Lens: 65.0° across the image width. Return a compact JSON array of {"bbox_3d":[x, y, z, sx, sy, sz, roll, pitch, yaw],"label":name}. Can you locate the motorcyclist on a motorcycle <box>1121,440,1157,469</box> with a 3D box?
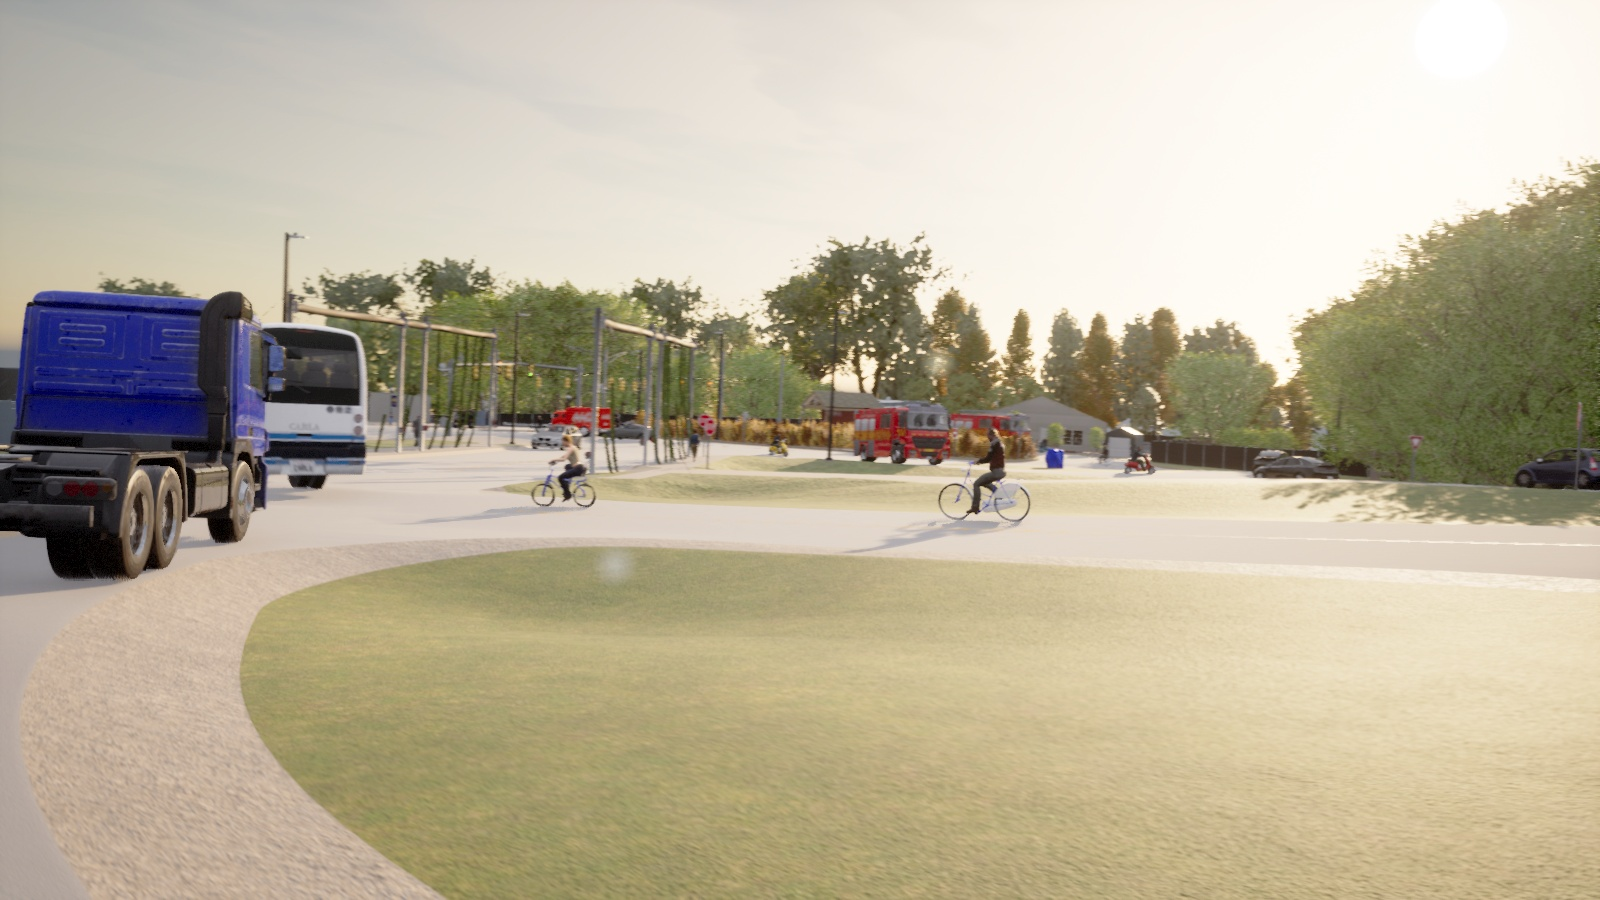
[{"bbox_3d":[19.172,0.249,71.075,1.817,1.590,0.866,1,1,6],"label":"motorcyclist on a motorcycle"}]

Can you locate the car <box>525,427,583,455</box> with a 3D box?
[{"bbox_3d":[-16.172,-0.621,82.842,2.242,1.667,4.611,2,2,10],"label":"car"}]

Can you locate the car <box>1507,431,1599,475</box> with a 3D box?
[{"bbox_3d":[29.825,0.163,48.790,1.851,1.617,3.988,1,-1,-14],"label":"car"}]

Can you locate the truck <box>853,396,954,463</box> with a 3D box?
[{"bbox_3d":[6.146,-1.165,76.385,2.891,3.827,8.468,1,0,-20],"label":"truck"}]

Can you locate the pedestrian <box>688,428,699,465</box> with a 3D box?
[{"bbox_3d":[-5.718,-0.181,67.187,0.423,1.949,0.788,2,3,4],"label":"pedestrian"}]

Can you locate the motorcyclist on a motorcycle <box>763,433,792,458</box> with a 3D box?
[{"bbox_3d":[-1.524,-0.312,85.385,1.817,1.590,0.866,4,5,40],"label":"motorcyclist on a motorcycle"}]

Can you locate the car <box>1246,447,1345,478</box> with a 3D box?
[{"bbox_3d":[24.774,0.642,62.987,1.837,1.490,4.892,1,-1,-19],"label":"car"}]

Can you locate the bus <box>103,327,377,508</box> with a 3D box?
[{"bbox_3d":[-15.761,-0.871,34.728,3.944,4.253,10.273,0,1,-42],"label":"bus"}]

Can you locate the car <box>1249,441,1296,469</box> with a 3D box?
[{"bbox_3d":[28.607,0.269,75.933,1.837,1.490,4.892,2,2,30],"label":"car"}]

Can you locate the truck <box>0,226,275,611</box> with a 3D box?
[{"bbox_3d":[-8.611,-0.306,15.042,2.891,3.462,7.936,1,0,-13],"label":"truck"}]

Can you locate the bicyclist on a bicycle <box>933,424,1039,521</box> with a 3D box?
[{"bbox_3d":[3.493,0.411,23.626,1.843,1.776,0.659,0,1,29],"label":"bicyclist on a bicycle"}]

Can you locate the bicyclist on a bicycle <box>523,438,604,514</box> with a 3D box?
[{"bbox_3d":[-5.207,0.563,27.693,1.509,1.612,0.866,-1,2,10],"label":"bicyclist on a bicycle"}]

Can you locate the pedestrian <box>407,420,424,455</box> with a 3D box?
[{"bbox_3d":[-22.074,-0.741,72.108,0.659,1.952,0.873,2,3,2],"label":"pedestrian"}]
